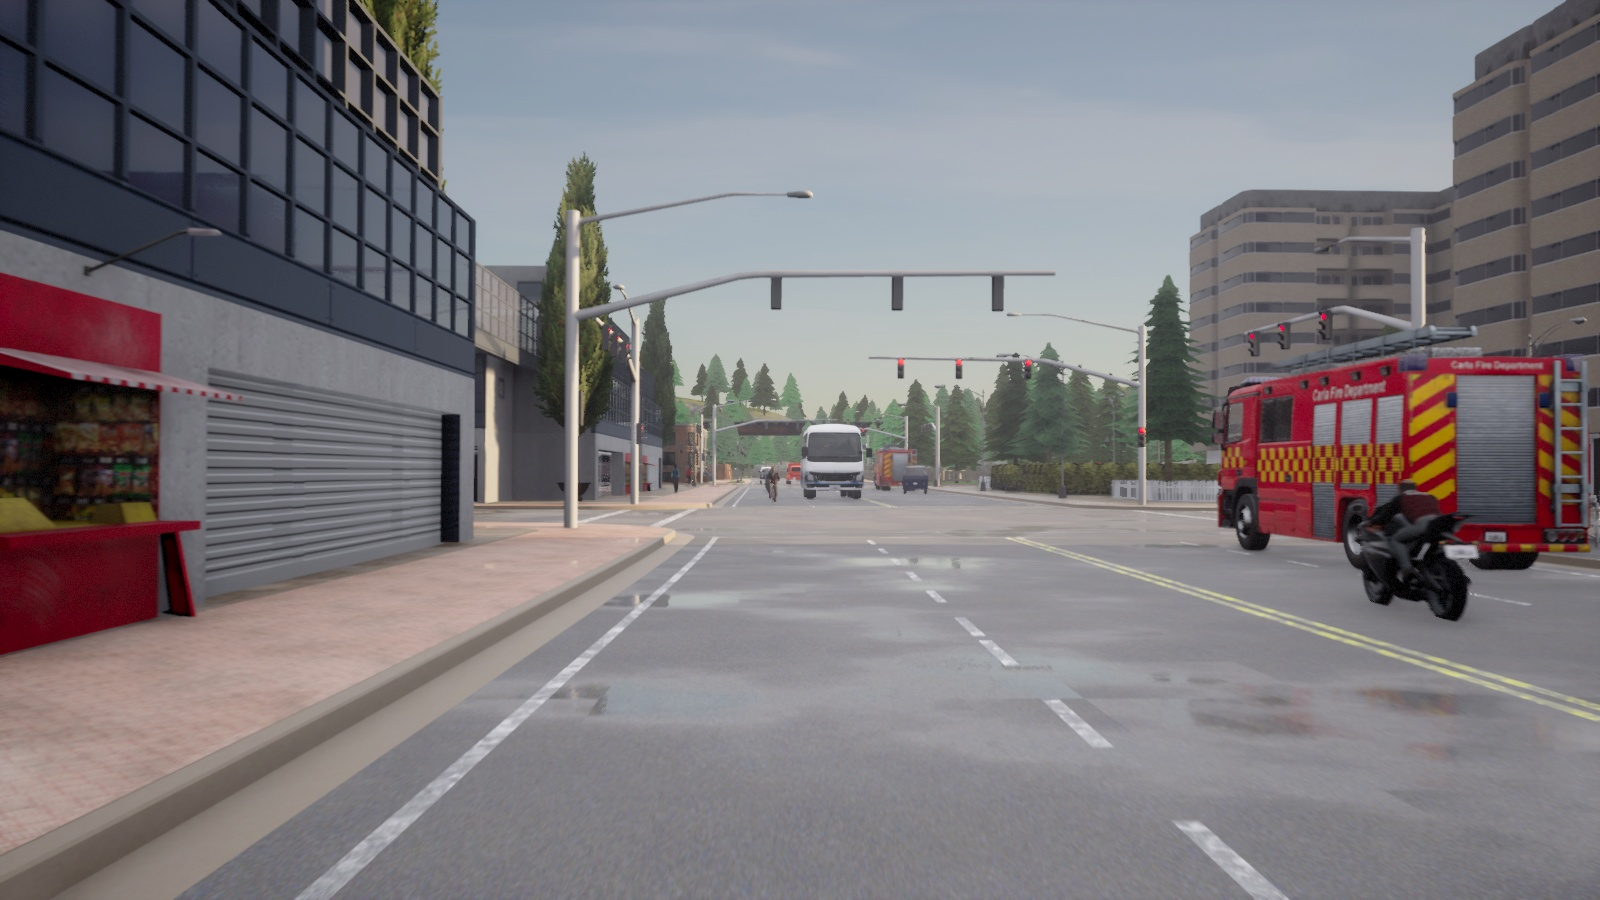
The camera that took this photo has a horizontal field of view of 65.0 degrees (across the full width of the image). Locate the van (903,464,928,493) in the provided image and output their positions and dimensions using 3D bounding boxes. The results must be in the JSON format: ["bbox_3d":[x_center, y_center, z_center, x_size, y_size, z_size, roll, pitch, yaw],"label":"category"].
[{"bbox_3d":[8.207,2.032,89.456,1.775,1.987,4.442,0,-1,5],"label":"van"}]

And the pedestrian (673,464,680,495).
[{"bbox_3d":[-7.750,1.821,78.676,0.396,1.930,0.692,0,-1,-4],"label":"pedestrian"}]

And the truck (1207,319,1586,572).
[{"bbox_3d":[10.404,-0.002,23.250,2.891,3.827,8.468,0,-1,-1],"label":"truck"}]

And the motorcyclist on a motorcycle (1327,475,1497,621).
[{"bbox_3d":[6.965,1.064,14.447,0.866,1.530,2.191,0,-1,0],"label":"motorcyclist on a motorcycle"}]

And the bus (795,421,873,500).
[{"bbox_3d":[1.817,0.658,73.296,3.944,4.253,10.273,0,-1,-2],"label":"bus"}]
